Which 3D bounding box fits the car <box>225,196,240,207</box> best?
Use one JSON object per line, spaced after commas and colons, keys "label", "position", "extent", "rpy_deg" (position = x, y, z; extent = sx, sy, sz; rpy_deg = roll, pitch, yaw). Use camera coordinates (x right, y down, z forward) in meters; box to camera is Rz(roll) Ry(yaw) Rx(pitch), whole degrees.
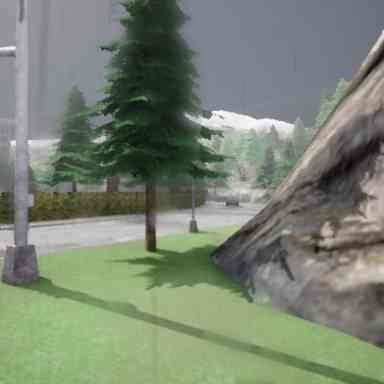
{"label": "car", "position": [5.978, 1.396, 48.694], "extent": [1.837, 1.490, 4.892], "rpy_deg": [0, 0, 8]}
